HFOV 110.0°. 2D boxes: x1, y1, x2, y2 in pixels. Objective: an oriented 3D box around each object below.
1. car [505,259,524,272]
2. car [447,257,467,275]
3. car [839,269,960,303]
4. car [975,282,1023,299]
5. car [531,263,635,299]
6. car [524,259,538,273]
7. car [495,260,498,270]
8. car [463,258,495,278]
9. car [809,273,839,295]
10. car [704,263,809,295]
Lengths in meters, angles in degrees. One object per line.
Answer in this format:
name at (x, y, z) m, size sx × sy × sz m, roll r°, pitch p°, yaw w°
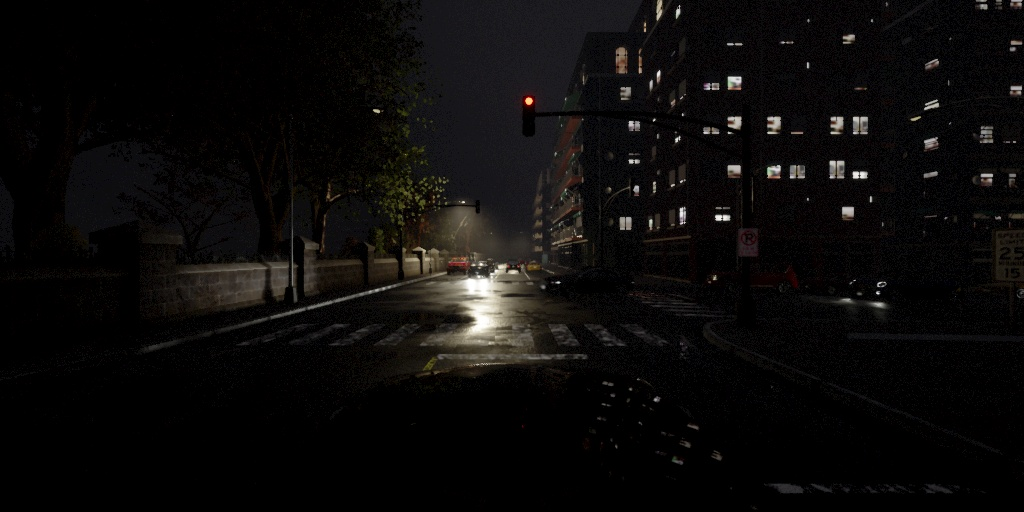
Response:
car at (0.149, 1.306, 46.305) m, size 2.033 × 1.411 × 5.357 m, roll 0°, pitch 0°, yaw -1°
car at (-5.664, 1.069, 38.566) m, size 2.192 × 1.841 × 5.009 m, roll 0°, pitch 0°, yaw 0°
car at (21.045, 1.501, 19.386) m, size 4.553 × 1.767 × 2.097 m, roll 1°, pitch 0°, yaw 0°
car at (31.528, 1.857, 22.006) m, size 4.829 × 1.417 × 1.751 m, roll 0°, pitch 0°, yaw 0°
car at (3.786, 1.260, 17.909) m, size 4.902 × 1.511 × 2.128 m, roll 1°, pitch 0°, yaw -20°
car at (2.721, 1.283, 44.266) m, size 1.751 × 1.417 × 4.829 m, roll 0°, pitch 0°, yaw 0°
car at (-3.067, 1.262, 43.676) m, size 1.837 × 1.490 × 4.892 m, roll 0°, pitch 0°, yaw 0°
car at (-3.078, 1.244, 34.325) m, size 2.128 × 1.511 × 4.902 m, roll 0°, pitch 0°, yaw 0°
car at (20.307, 1.671, 21.980) m, size 4.507 × 1.381 × 1.888 m, roll 0°, pitch 0°, yaw 0°
car at (14.612, 1.338, 21.966) m, size 5.009 × 1.841 × 2.192 m, roll 0°, pitch 0°, yaw 0°
